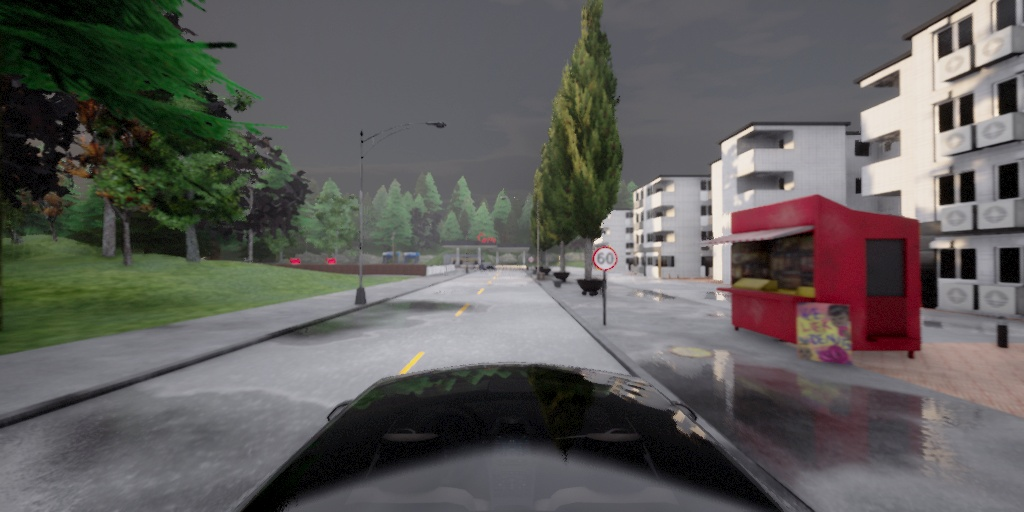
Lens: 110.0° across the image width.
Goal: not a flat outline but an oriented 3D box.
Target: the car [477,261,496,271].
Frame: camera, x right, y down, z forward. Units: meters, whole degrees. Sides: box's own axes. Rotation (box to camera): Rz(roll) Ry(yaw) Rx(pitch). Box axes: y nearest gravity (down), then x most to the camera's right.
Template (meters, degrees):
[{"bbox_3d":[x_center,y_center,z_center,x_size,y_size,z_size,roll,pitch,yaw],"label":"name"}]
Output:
[{"bbox_3d":[-4.364,1.771,63.966,2.097,1.767,4.553,0,-1,-17],"label":"car"}]
